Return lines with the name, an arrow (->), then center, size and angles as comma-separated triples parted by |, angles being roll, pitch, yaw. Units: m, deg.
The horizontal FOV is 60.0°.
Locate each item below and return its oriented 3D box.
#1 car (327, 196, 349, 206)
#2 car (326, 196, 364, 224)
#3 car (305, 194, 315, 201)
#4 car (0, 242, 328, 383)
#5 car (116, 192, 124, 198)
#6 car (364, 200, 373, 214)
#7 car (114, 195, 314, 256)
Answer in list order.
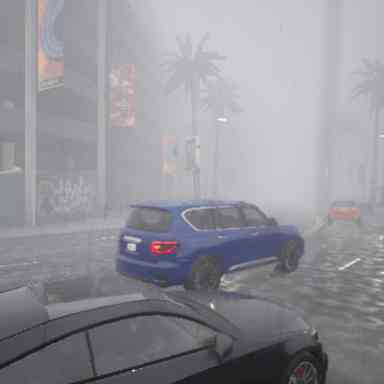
car -> 24.054, 1.449, 54.816 | 2.231, 1.521, 4.892 | 0, 0, 10
car -> 11.195, 1.338, 24.799 | 2.097, 1.767, 4.553 | 0, 0, 21
car -> 29.243, 1.301, 83.729 | 2.185, 1.767, 4.553 | 0, 0, 10
car -> -0.722, 1.523, 3.009 | 4.674, 1.442, 1.812 | 0, 0, -36
car -> -11.626, 0.978, 53.577 | 2.435, 2.045, 5.566 | 0, 0, 10
car -> 17.164, 1.459, 34.582 | 1.882, 1.535, 5.008 | 0, 0, 12
car -> 0.724, 1.217, 8.699 | 5.566, 2.045, 2.150 | 0, 1, -42
